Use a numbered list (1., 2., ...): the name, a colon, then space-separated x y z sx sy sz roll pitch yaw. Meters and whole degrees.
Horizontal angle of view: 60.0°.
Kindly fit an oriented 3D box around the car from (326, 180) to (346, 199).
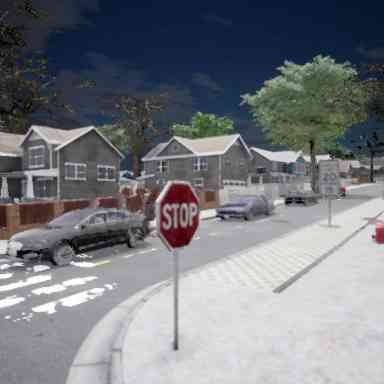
1. car: 16.134 -0.358 38.322 2.150 2.045 5.566 0 2 36

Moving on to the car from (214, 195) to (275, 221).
1. car: 3.483 0.916 20.858 2.033 1.411 5.357 0 2 35

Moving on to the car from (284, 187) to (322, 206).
1. car: 9.783 0.500 29.584 1.895 1.301 4.718 0 2 36

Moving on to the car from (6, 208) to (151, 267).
1. car: -3.515 1.320 11.145 2.128 1.511 4.902 0 2 36
